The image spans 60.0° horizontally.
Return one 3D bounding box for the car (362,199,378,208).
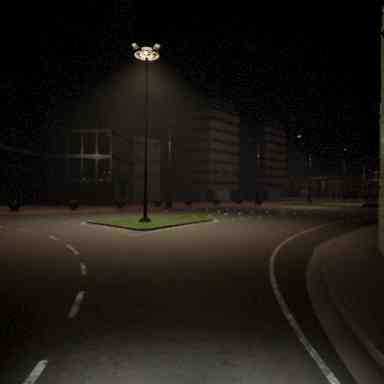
[{"bbox_3d":[27.029,1.732,49.576,1.895,1.301,4.718,1,0,43],"label":"car"}]
